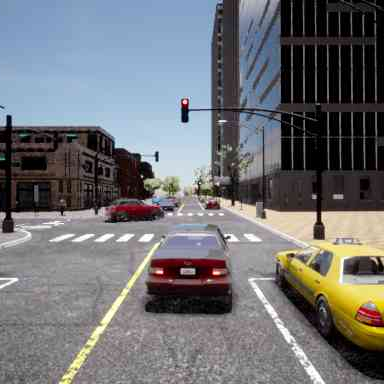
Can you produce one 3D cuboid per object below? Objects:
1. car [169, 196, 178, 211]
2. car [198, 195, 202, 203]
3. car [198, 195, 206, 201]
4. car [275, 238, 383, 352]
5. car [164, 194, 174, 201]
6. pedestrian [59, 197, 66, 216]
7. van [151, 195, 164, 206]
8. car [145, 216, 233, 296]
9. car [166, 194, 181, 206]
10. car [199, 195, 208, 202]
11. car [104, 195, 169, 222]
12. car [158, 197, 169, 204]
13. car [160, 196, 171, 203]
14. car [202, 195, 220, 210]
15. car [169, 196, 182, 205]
[{"bbox_3d":[-3.138,1.562,41.114,2.033,1.411,5.357,0,0,-3],"label":"car"},{"bbox_3d":[2.676,1.553,71.976,1.752,1.417,4.829,1,0,0],"label":"car"},{"bbox_3d":[2.670,1.580,88.410,1.887,1.381,4.507,1,0,0],"label":"car"},{"bbox_3d":[2.836,1.527,6.353,1.752,1.417,4.829,1,0,0],"label":"car"},{"bbox_3d":[-5.705,1.348,82.883,2.192,1.841,5.009,1,0,0],"label":"car"},{"bbox_3d":[-12.556,1.369,32.120,0.375,1.860,0.375,0,0,1],"label":"pedestrian"},{"bbox_3d":[-5.696,1.362,55.212,1.690,1.788,3.998,1,0,0],"label":"van"},{"bbox_3d":[0.072,1.550,8.803,2.033,1.411,5.357,0,0,3],"label":"car"},{"bbox_3d":[-3.113,1.371,51.013,2.097,1.767,4.553,0,0,0],"label":"car"},{"bbox_3d":[2.674,1.556,77.510,1.752,1.417,4.829,1,0,0],"label":"car"},{"bbox_3d":[-4.501,1.358,26.355,4.553,1.767,2.097,0,0,-33],"label":"car"},{"bbox_3d":[-5.703,1.608,66.280,1.802,1.307,4.206,1,0,0],"label":"car"},{"bbox_3d":[-5.705,1.594,71.815,1.947,1.339,4.313,1,0,0],"label":"car"},{"bbox_3d":[2.687,1.456,44.131,1.967,1.590,4.097,1,0,0],"label":"car"},{"bbox_3d":[-3.088,1.515,61.390,2.128,1.511,4.902,0,0,0],"label":"car"}]
